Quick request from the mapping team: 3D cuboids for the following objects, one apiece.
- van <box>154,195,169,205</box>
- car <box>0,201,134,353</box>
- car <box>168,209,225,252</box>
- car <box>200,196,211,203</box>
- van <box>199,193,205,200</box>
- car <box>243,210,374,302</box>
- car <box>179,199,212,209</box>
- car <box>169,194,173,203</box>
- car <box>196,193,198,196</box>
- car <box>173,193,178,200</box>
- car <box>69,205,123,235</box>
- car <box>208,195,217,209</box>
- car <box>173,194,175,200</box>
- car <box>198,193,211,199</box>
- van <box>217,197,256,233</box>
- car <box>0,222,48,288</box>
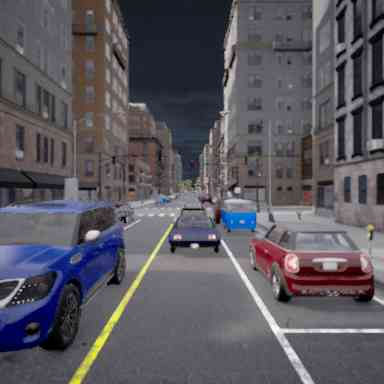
[{"bbox_3d":[-5.407,1.314,56.787,1.690,1.788,3.998,0,0,0],"label":"van"},{"bbox_3d":[-2.798,1.221,6.546,2.150,2.045,5.566,0,0,0],"label":"car"},{"bbox_3d":[0.101,1.596,13.805,1.895,1.301,4.718,0,0,0],"label":"car"},{"bbox_3d":[2.701,1.517,67.600,2.008,1.369,4.403,0,0,0],"label":"car"},{"bbox_3d":[2.681,1.293,89.226,1.690,1.788,3.998,0,0,0],"label":"van"},{"bbox_3d":[2.637,1.438,8.290,1.967,1.590,4.097,0,0,0],"label":"car"},{"bbox_3d":[0.102,1.483,24.193,2.128,1.511,4.902,0,0,0],"label":"car"},{"bbox_3d":[-5.404,1.532,67.599,1.947,1.339,4.313,0,0,0],"label":"car"},{"bbox_3d":[2.686,1.271,83.820,2.192,1.841,5.009,0,0,0],"label":"car"},{"bbox_3d":[-5.398,1.477,89.055,1.752,1.417,4.829,0,0,0],"label":"car"},{"bbox_3d":[-5.388,1.538,19.312,1.887,1.381,4.507,0,0,0],"label":"car"},{"bbox_3d":[2.637,1.306,24.823,2.192,1.841,5.009,0,0,0],"label":"car"},{"bbox_3d":[-5.402,1.507,73.006,1.887,1.381,4.507,0,0,0],"label":"car"},{"bbox_3d":[2.706,1.285,62.194,2.192,1.841,5.009,0,0,0],"label":"car"},{"bbox_3d":[2.637,1.335,19.311,1.690,1.788,3.998,0,0,0],"label":"van"},{"bbox_3d":[-5.388,1.580,8.290,1.802,1.307,4.206,0,0,0],"label":"car"}]
